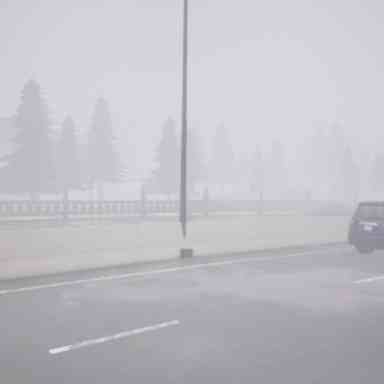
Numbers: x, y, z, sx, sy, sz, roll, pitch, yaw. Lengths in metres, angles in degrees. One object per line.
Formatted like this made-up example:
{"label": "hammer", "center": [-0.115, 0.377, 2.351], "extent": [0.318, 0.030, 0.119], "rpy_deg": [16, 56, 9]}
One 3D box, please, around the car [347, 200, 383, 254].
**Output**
{"label": "car", "center": [8.367, 1.350, 12.486], "extent": [5.566, 2.045, 2.150], "rpy_deg": [1, 0, -27]}

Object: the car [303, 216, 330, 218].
{"label": "car", "center": [11.848, 1.705, 29.434], "extent": [4.902, 1.511, 2.128], "rpy_deg": [1, 0, -21]}

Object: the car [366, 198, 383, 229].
{"label": "car", "center": [15.199, 1.457, 23.281], "extent": [5.566, 2.045, 2.150], "rpy_deg": [1, 0, -20]}

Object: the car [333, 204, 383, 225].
{"label": "car", "center": [13.864, 1.734, 26.462], "extent": [4.892, 1.490, 1.837], "rpy_deg": [1, 0, -20]}
